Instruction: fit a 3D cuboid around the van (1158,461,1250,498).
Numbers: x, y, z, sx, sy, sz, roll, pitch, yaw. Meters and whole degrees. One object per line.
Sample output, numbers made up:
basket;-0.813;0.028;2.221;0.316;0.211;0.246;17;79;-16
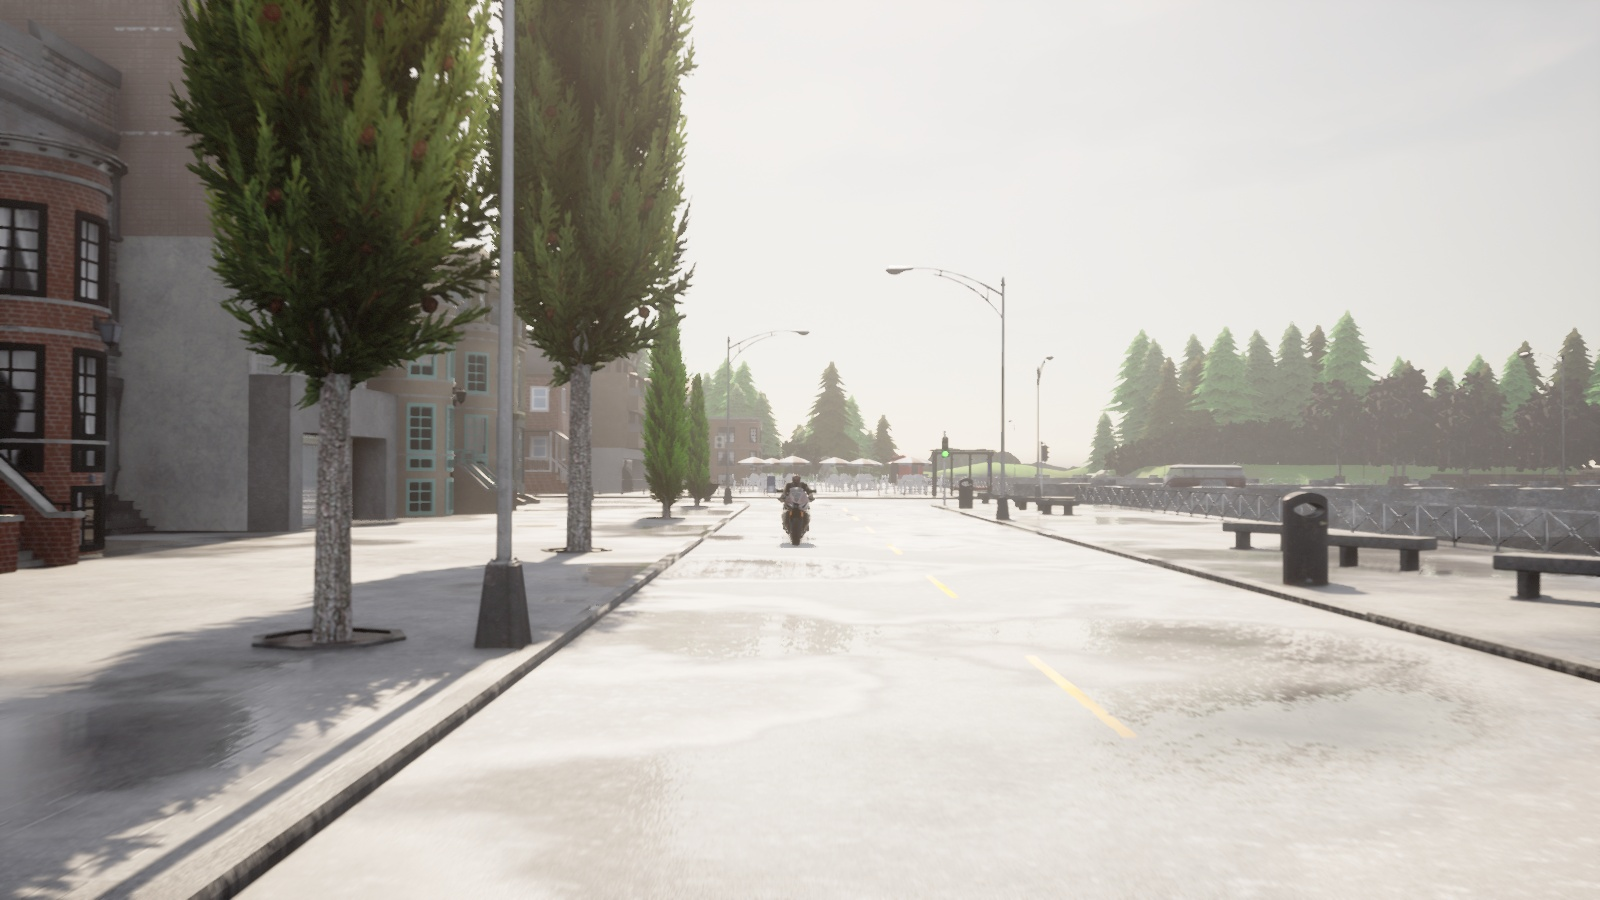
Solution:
van;22.050;1.629;68.666;4.442;1.987;1.775;0;-1;1

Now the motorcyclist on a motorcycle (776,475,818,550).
motorcyclist on a motorcycle;-0.070;1.301;26.939;0.866;1.530;2.191;0;-1;0
